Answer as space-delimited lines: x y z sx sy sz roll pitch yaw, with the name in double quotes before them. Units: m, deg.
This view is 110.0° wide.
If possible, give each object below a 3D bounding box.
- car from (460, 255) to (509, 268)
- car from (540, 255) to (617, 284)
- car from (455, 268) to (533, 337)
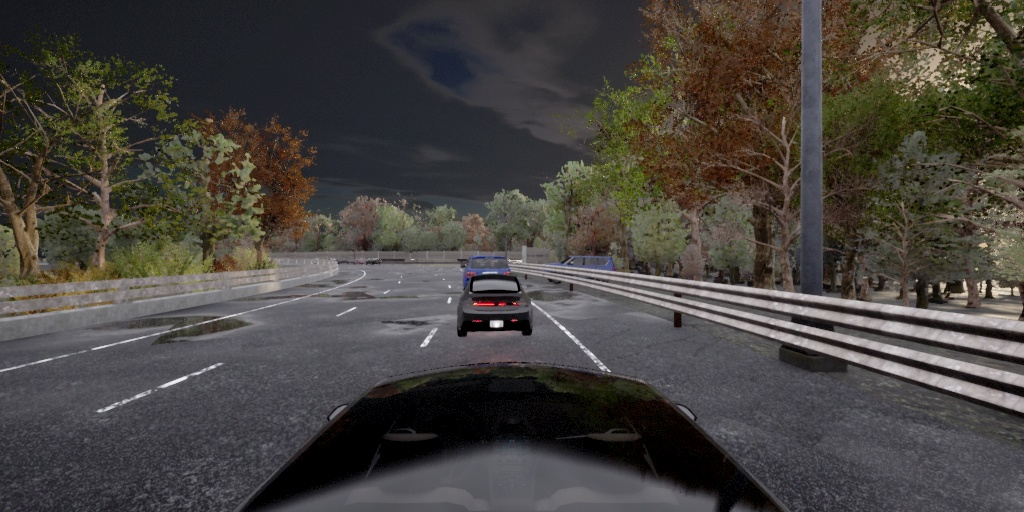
"car" -1.326 0.971 17.819 2.150 2.045 5.566 0 0 -9
"car" 4.822 0.965 26.127 5.566 2.045 2.150 2 1 -7
"car" -0.555 1.254 10.339 1.837 1.490 4.892 0 0 -5
